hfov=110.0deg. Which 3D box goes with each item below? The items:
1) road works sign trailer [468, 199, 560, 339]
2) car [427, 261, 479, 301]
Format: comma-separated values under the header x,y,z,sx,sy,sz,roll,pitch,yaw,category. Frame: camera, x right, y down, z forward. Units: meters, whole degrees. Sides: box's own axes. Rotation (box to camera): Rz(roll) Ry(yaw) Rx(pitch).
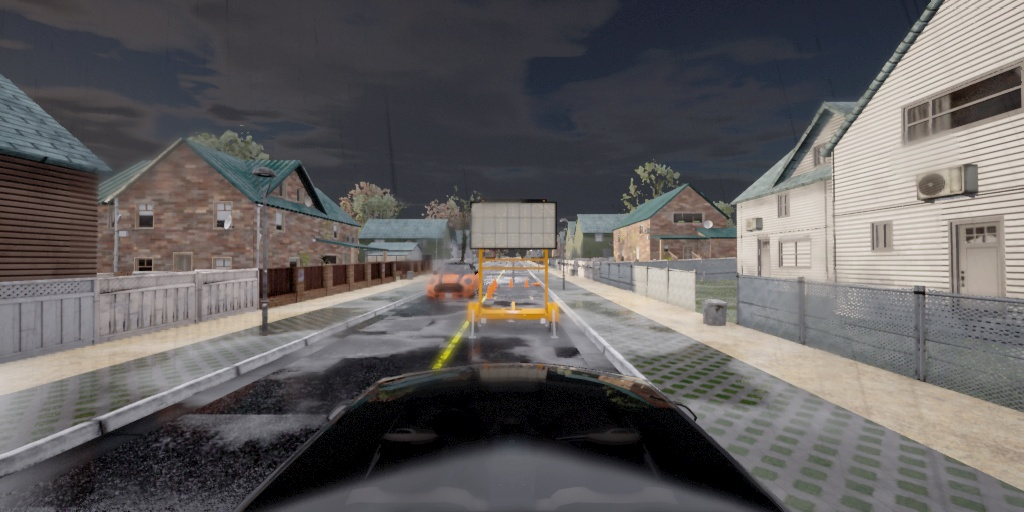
x,y,z,sx,sy,sz,roll,pitch,yaw,category
0.042,0.217,10.112,2.380,3.560,2.880,0,0,0,road works sign trailer
-2.672,1.107,17.452,2.097,1.767,4.553,0,0,0,car
